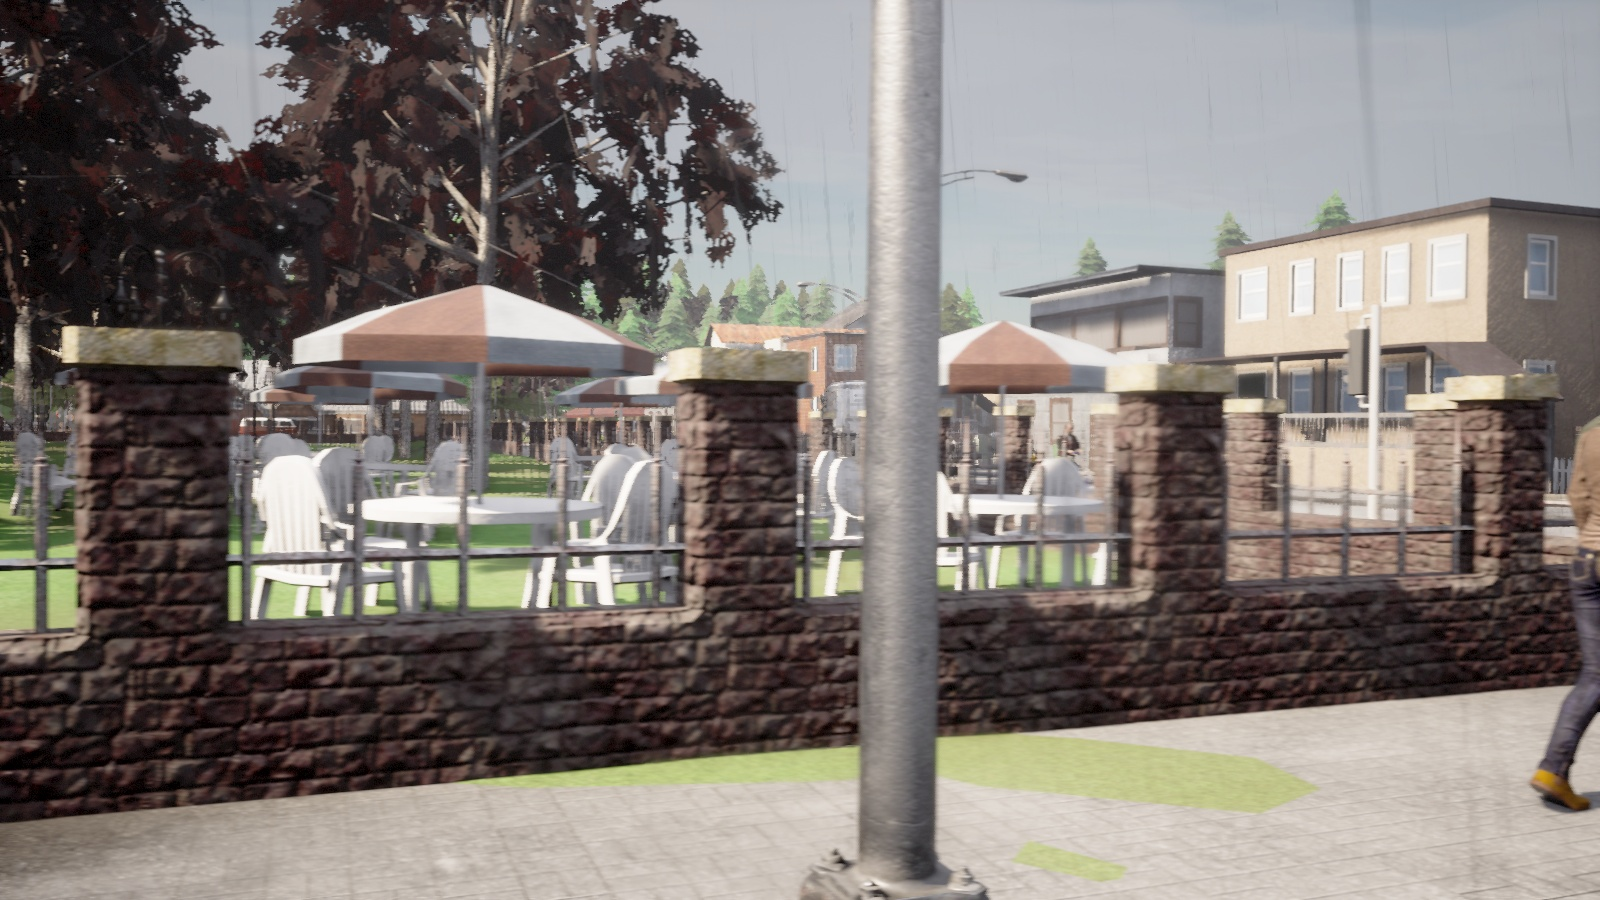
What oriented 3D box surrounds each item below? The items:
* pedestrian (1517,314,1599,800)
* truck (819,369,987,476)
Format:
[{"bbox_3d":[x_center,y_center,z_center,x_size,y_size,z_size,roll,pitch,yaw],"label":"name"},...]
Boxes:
[{"bbox_3d":[3.306,0.392,4.907,0.869,1.805,0.328,-1,1,-11],"label":"pedestrian"},{"bbox_3d":[3.491,-0.955,45.045,2.891,3.462,7.936,-1,1,-20],"label":"truck"}]
